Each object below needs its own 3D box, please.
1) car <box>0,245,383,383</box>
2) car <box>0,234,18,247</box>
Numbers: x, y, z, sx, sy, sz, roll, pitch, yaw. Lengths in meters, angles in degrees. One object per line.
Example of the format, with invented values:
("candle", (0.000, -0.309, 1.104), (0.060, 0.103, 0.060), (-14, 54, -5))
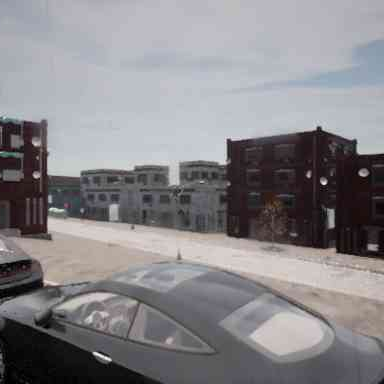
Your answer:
("car", (-0.454, 1.516, 3.580), (4.674, 1.452, 2.002), (0, 0, 35))
("car", (-4.941, 1.477, 6.623), (4.892, 1.521, 2.231), (0, 0, 34))
